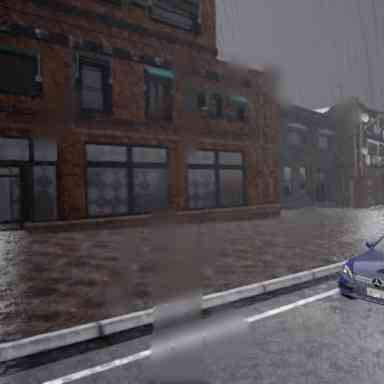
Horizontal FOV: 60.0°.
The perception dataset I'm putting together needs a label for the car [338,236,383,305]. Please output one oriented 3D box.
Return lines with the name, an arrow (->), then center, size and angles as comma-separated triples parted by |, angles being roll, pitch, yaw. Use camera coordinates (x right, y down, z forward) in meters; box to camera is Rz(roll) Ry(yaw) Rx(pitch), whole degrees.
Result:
car -> 5.107, 1.546, 7.369 | 4.674, 1.442, 1.812 | 0, 0, -38
